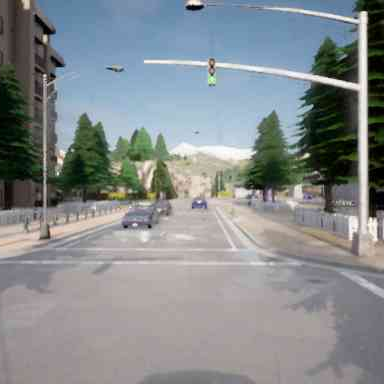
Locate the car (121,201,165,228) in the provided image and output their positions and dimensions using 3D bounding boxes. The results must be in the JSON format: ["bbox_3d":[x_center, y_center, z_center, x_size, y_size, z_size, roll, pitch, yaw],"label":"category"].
[{"bbox_3d":[-3.326,1.585,22.581,2.033,1.411,5.357,0,0,2],"label":"car"}]

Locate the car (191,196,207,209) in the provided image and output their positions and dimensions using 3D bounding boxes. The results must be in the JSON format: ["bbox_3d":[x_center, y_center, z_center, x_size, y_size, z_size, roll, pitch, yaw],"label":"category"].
[{"bbox_3d":[1.027,1.389,45.274,2.097,1.767,4.553,0,0,2],"label":"car"}]

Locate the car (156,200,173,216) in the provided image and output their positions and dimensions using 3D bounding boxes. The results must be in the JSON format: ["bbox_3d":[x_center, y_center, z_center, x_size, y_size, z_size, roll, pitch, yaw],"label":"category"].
[{"bbox_3d":[-2.982,1.532,32.661,2.128,1.511,4.902,0,0,2],"label":"car"}]

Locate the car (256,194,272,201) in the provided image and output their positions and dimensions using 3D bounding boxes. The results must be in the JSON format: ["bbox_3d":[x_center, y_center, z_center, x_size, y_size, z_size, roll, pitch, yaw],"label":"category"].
[{"bbox_3d":[15.937,1.395,73.806,1.845,1.501,3.633,0,0,2],"label":"car"}]
